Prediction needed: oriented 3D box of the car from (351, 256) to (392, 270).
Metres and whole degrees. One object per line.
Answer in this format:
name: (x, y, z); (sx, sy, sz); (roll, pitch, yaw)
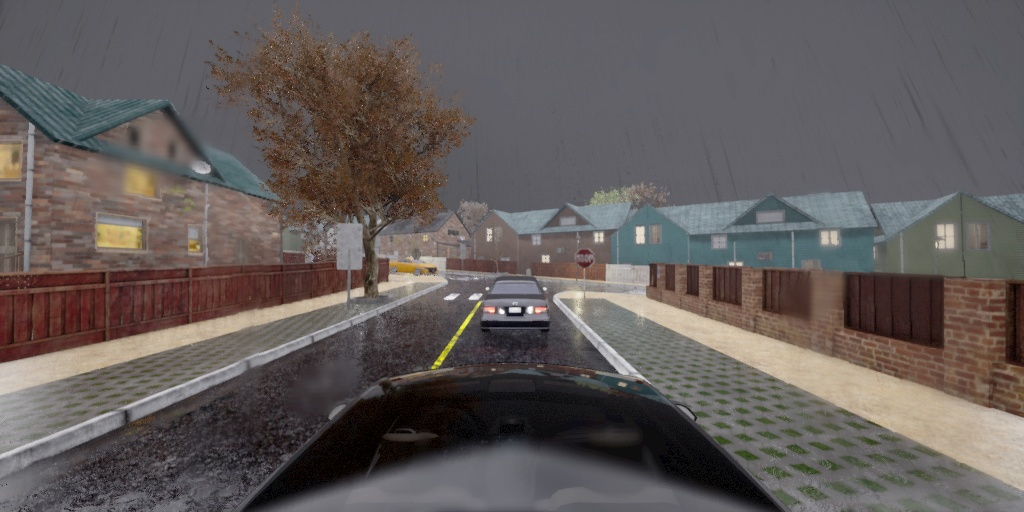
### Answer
car: (-15.958, 0.789, 40.605); (4.718, 1.301, 1.895); (2, 0, 32)

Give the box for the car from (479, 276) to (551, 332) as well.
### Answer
car: (0.116, 1.302, 10.822); (2.033, 1.411, 5.357); (0, 0, 1)

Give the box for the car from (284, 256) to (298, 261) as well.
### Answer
car: (-29.041, 0.189, 45.347); (4.892, 1.490, 1.837); (3, 0, 32)

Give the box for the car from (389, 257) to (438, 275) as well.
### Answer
car: (-8.979, 0.925, 32.761); (5.008, 1.535, 1.882); (2, 0, 32)

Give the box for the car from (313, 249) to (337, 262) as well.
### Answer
car: (-19.525, 0.263, 39.365); (5.566, 2.045, 2.150); (2, 0, 33)
